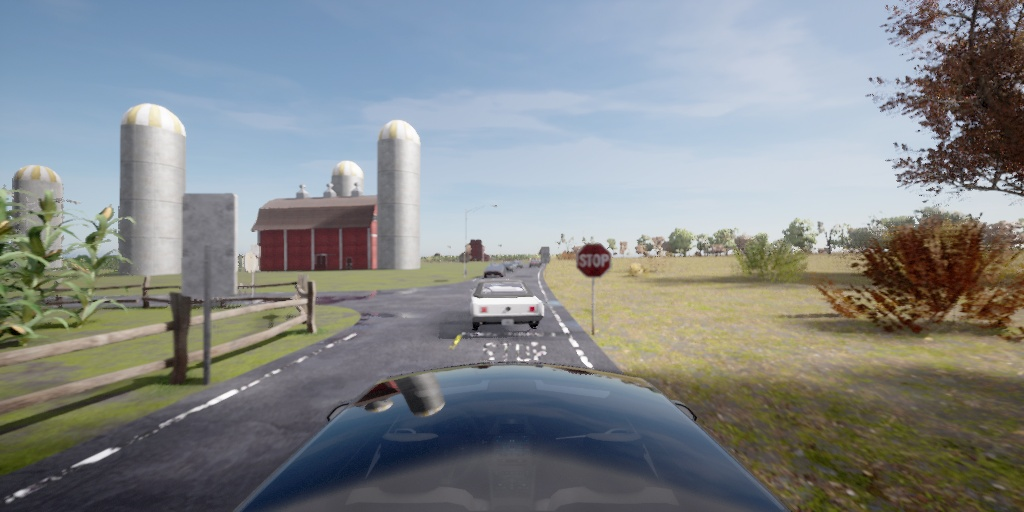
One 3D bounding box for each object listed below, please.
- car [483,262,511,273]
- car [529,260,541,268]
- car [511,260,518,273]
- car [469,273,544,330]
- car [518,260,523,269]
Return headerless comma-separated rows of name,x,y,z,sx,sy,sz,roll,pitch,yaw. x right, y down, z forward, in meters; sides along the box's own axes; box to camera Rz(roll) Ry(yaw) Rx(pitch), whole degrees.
car,-1.589,1.389,35.232,2.033,1.411,5.357,0,0,4
car,4.098,1.383,65.053,2.128,1.511,4.902,0,0,6
car,-0.681,1.427,46.456,1.994,1.385,4.181,0,0,5
car,-0.385,1.380,11.249,1.895,1.301,4.718,0,0,-7
car,0.864,1.379,61.050,2.128,1.511,4.902,0,0,7
